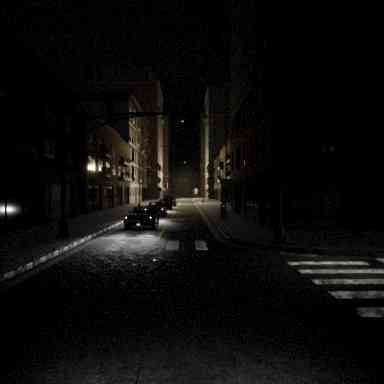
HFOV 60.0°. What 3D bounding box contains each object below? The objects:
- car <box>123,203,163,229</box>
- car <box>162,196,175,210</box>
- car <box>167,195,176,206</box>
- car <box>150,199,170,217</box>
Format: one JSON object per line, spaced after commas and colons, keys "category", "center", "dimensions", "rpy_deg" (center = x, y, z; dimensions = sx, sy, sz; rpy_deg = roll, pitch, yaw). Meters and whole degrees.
{"category": "car", "center": [-3.185, 1.595, 21.733], "dimensions": [1.895, 1.301, 4.718], "rpy_deg": [0, 0, -1]}
{"category": "car", "center": [-3.460, 1.544, 41.035], "dimensions": [1.994, 1.385, 4.181], "rpy_deg": [0, 0, -1]}
{"category": "car", "center": [-3.566, 1.323, 51.581], "dimensions": [2.097, 1.767, 4.553], "rpy_deg": [0, 0, -1]}
{"category": "car", "center": [-3.324, 1.590, 30.961], "dimensions": [1.895, 1.301, 4.718], "rpy_deg": [0, 0, -1]}
